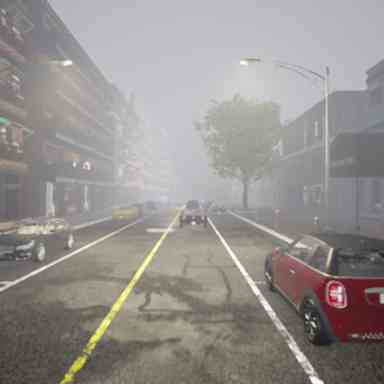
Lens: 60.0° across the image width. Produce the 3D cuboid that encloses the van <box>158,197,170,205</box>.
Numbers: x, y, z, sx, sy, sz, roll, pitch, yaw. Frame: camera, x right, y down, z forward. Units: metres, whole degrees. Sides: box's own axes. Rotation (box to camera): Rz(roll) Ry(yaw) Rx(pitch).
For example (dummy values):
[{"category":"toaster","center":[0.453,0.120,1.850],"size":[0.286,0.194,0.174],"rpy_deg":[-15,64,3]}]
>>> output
[{"category":"van","center":[-5.713,1.790,63.418],"size":[1.690,1.788,3.998],"rpy_deg":[0,0,0]}]

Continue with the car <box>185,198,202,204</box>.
[{"category":"car","center":[0.086,1.788,45.584],"size":[1.882,1.535,5.008],"rpy_deg":[0,0,0]}]

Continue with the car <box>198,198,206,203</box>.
[{"category":"car","center":[2.662,2.202,86.200],"size":[1.947,1.339,4.313],"rpy_deg":[0,0,0]}]

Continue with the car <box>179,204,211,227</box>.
[{"category":"car","center":[0.093,1.758,23.915],"size":[1.895,1.301,4.718],"rpy_deg":[0,0,0]}]

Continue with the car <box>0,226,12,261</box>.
[{"category":"car","center":[-5.694,1.608,6.449],"size":[1.947,1.339,4.313],"rpy_deg":[0,0,0]}]

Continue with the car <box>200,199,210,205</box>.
[{"category":"car","center":[2.667,2.061,69.111],"size":[1.947,1.339,4.313],"rpy_deg":[0,0,0]}]

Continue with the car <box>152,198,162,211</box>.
[{"category":"car","center":[-5.706,1.882,46.325],"size":[1.947,1.339,4.313],"rpy_deg":[0,0,0]}]

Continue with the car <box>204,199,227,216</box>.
[{"category":"car","center":[2.678,1.784,34.933],"size":[2.008,1.369,4.403],"rpy_deg":[0,0,0]}]

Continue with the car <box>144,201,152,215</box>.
[{"category":"car","center":[-5.703,1.778,34.933],"size":[1.887,1.381,4.507],"rpy_deg":[0,0,0]}]

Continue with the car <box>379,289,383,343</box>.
[{"category":"car","center":[2.688,1.556,0.753],"size":[2.008,1.369,4.403],"rpy_deg":[0,0,0]}]

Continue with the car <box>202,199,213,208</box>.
[{"category":"car","center":[2.671,1.985,57.718],"size":[1.802,1.307,4.206],"rpy_deg":[0,0,0]}]

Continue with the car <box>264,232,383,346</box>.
[{"category":"car","center":[2.686,1.482,6.450],"size":[1.967,1.590,4.097],"rpy_deg":[0,0,0]}]

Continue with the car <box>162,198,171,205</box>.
[{"category":"car","center":[-5.715,2.124,74.809],"size":[1.802,1.307,4.206],"rpy_deg":[0,0,0]}]

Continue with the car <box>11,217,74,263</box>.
[{"category":"car","center":[-5.696,1.630,12.145],"size":[2.008,1.369,4.403],"rpy_deg":[0,0,0]}]

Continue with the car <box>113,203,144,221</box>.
[{"category":"car","center":[-5.701,1.719,29.066],"size":[1.752,1.417,4.829],"rpy_deg":[0,0,0]}]

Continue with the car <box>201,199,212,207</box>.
[{"category":"car","center":[2.669,1.993,63.415],"size":[1.887,1.381,4.507],"rpy_deg":[0,0,0]}]

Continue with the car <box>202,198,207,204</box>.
[{"category":"car","center":[2.674,1.860,46.325],"size":[1.887,1.381,4.507],"rpy_deg":[0,0,0]}]
